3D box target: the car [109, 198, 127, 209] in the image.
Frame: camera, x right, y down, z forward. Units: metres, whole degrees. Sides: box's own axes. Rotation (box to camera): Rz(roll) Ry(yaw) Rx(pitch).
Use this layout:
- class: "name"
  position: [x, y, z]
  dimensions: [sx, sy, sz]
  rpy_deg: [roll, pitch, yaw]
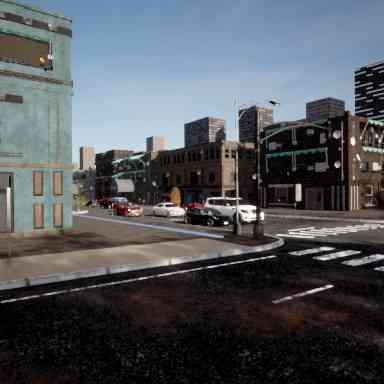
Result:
- class: "car"
  position: [-8.581, 1.931, 43.118]
  dimensions: [1.882, 1.535, 5.008]
  rpy_deg: [-1, 0, -35]

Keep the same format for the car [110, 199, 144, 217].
- class: "car"
  position: [-6.889, 1.846, 36.257]
  dimensions: [1.967, 1.590, 4.097]
  rpy_deg: [-1, 0, -36]

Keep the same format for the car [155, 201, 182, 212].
- class: "car"
  position: [-3.288, 1.966, 45.635]
  dimensions: [1.802, 1.307, 4.206]
  rpy_deg: [-2, 0, -36]

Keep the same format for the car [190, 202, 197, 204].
- class: "car"
  position: [-0.070, 1.903, 41.133]
  dimensions: [1.802, 1.307, 4.206]
  rpy_deg: [-2, 0, -36]

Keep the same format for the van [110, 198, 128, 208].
- class: "van"
  position: [-12.951, 1.906, 59.143]
  dimensions: [1.690, 1.788, 3.998]
  rpy_deg: [-1, 0, -36]

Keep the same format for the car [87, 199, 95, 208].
- class: "car"
  position: [-19.196, 2.159, 63.450]
  dimensions: [2.128, 1.511, 4.902]
  rpy_deg: [-1, 0, -36]

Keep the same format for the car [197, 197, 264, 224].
- class: "car"
  position: [3.165, 1.445, 26.662]
  dimensions: [2.150, 2.045, 5.566]
  rpy_deg: [-1, 0, -35]

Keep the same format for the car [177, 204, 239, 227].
- class: "car"
  position: [1.085, 1.814, 24.898]
  dimensions: [1.947, 1.339, 4.313]
  rpy_deg: [-2, 0, -36]

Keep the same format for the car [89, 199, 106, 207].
- class: "car"
  position: [-19.384, 2.227, 68.149]
  dimensions: [1.887, 1.381, 4.507]
  rpy_deg: [-1, 0, -36]

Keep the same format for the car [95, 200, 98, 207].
- class: "car"
  position: [-16.171, 1.939, 63.646]
  dimensions: [2.192, 1.841, 5.009]
  rpy_deg: [-1, 0, -36]

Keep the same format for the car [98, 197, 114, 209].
- class: "car"
  position: [-13.421, 2.066, 55.370]
  dimensions: [1.837, 1.490, 4.892]
  rpy_deg: [-1, 0, -36]

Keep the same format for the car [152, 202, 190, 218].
- class: "car"
  position: [-2.537, 1.862, 34.646]
  dimensions: [1.812, 1.442, 4.674]
  rpy_deg: [-1, 0, -35]
